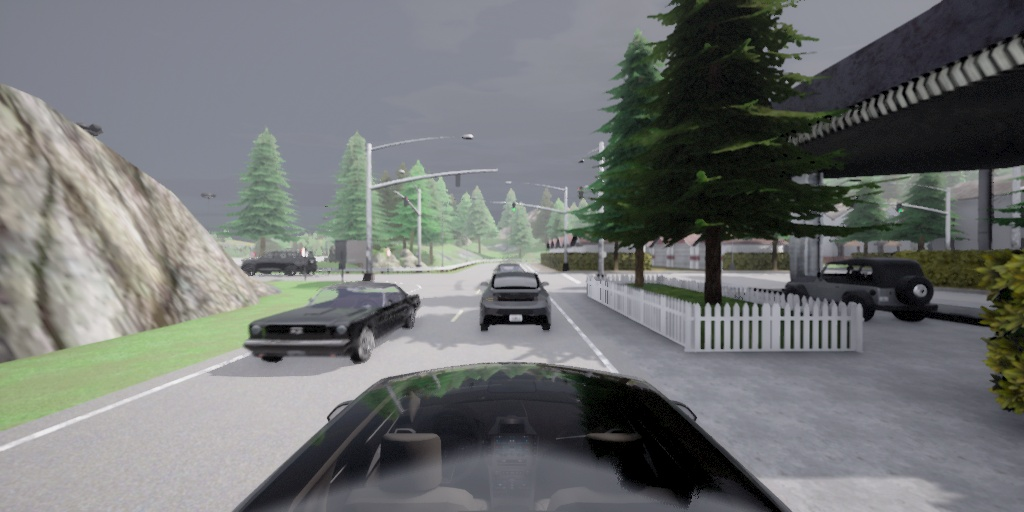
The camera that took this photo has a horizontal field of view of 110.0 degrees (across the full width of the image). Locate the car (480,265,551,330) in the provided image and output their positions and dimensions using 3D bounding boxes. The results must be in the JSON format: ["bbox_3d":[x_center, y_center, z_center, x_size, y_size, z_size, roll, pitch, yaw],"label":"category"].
[{"bbox_3d":[0.087,1.189,10.797,1.837,1.490,4.892,0,0,0],"label":"car"}]

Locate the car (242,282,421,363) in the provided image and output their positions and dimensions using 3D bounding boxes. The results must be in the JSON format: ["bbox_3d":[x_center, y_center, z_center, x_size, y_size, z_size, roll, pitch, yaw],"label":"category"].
[{"bbox_3d":[-3.576,1.304,8.173,1.895,1.301,4.718,0,0,0],"label":"car"}]

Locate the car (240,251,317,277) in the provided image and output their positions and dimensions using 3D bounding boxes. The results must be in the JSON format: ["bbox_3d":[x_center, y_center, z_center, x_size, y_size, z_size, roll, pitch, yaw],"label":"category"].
[{"bbox_3d":[-18.883,0.581,29.170,5.566,2.045,2.150,0,0,2],"label":"car"}]

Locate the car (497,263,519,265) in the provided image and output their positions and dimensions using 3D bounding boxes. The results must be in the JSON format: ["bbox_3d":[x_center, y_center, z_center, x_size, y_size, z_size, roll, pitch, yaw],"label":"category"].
[{"bbox_3d":[-0.232,1.125,21.434,2.033,1.411,5.357,0,2,-6],"label":"car"}]
